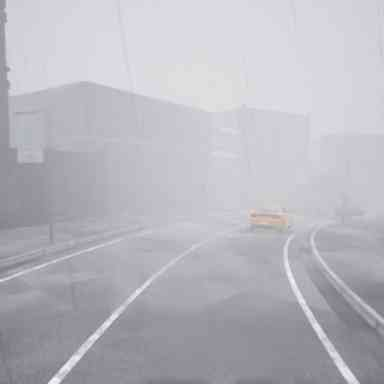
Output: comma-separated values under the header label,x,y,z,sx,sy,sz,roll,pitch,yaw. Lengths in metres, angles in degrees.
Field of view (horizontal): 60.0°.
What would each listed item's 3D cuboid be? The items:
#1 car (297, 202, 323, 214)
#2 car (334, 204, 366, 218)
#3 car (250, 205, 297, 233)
label,x,y,z,sx,sy,sz,roll,pitch,yaw
car,12.919,1.765,37.727,4.718,1.301,1.895,2,2,-43
car,17.554,2.046,36.861,4.181,1.385,1.994,2,2,-41
car,4.968,1.545,20.546,1.882,1.535,5.008,2,0,24
